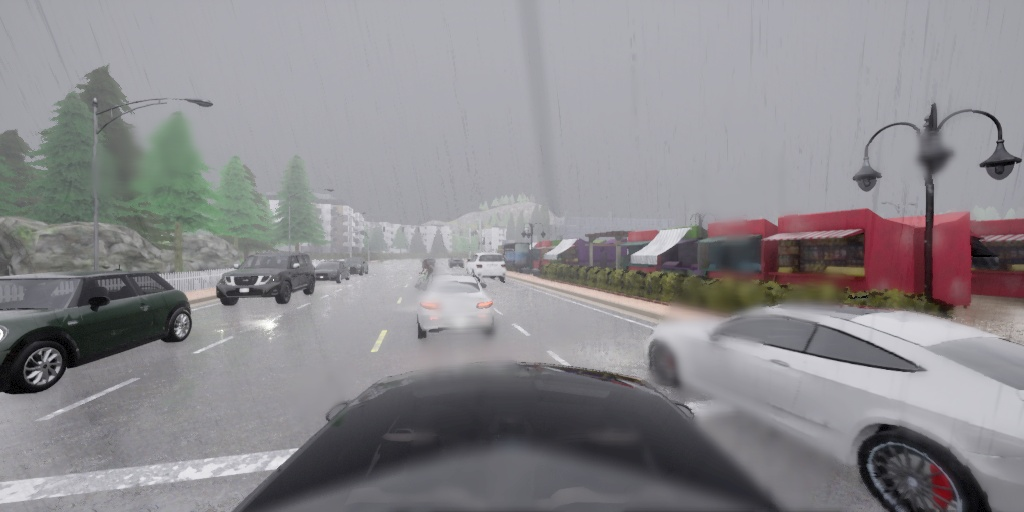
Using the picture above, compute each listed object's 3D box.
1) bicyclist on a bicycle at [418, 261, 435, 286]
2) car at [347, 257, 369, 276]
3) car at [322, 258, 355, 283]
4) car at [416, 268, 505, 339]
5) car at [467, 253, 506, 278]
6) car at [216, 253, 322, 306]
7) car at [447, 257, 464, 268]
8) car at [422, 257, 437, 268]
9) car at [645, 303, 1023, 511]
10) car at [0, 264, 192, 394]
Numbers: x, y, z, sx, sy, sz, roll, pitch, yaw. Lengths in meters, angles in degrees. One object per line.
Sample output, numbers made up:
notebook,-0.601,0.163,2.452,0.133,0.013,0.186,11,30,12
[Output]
bicyclist on a bicycle,-4.626,1.079,19.737,0.582,1.620,1.656,0,1,24
car,-14.730,0.877,33.312,2.097,1.767,4.553,0,0,-14
car,-12.778,1.089,25.345,1.837,1.490,4.892,0,0,-14
car,-1.631,1.224,9.936,1.812,1.442,4.674,0,0,-13
car,-1.946,0.802,26.088,2.150,2.045,5.566,0,0,-14
car,-10.412,0.876,15.741,2.150,2.045,5.566,0,0,-14
car,-7.857,0.908,50.023,1.837,1.490,4.892,0,0,-14
car,-11.681,0.903,50.825,1.837,1.490,4.892,0,0,-14
car,3.487,1.266,4.089,1.812,1.442,4.674,0,0,-14
car,-8.115,1.076,6.332,2.097,1.767,4.553,0,0,-13
